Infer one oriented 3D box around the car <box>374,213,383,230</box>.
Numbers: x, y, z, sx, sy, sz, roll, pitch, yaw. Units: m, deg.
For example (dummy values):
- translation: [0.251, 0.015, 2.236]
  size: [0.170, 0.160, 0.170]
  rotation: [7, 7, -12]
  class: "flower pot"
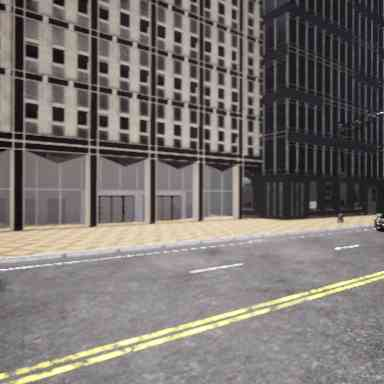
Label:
- translation: [13.732, 1.585, 21.450]
  size: [4.553, 1.767, 2.097]
  rotation: [1, 0, -35]
  class: "car"
